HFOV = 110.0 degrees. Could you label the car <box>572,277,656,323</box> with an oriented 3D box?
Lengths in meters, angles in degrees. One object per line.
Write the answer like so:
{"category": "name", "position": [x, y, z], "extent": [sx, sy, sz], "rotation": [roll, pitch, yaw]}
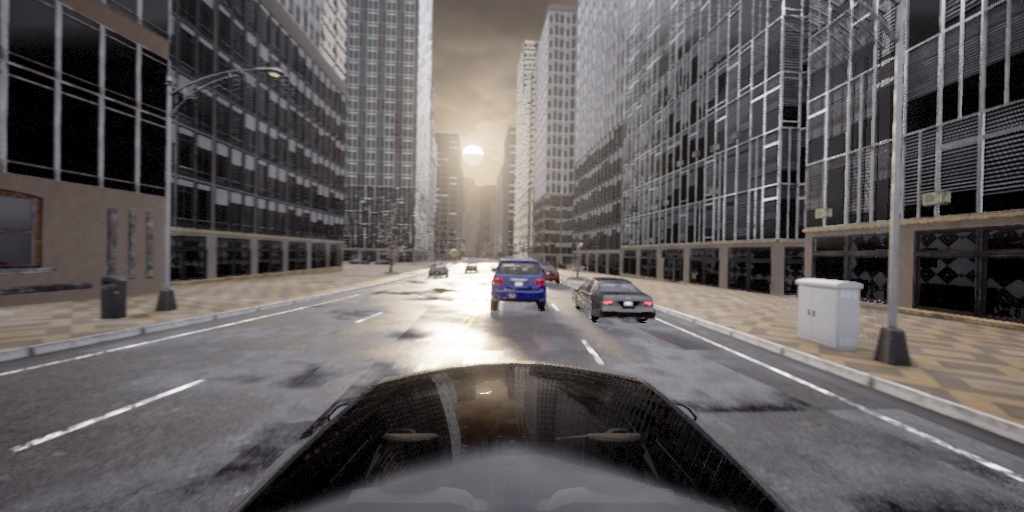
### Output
{"category": "car", "position": [3.482, 1.487, 13.160], "extent": [2.033, 1.411, 5.357], "rotation": [1, -1, 1]}

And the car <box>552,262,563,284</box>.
{"category": "car", "position": [2.801, 1.459, 31.827], "extent": [2.097, 1.767, 4.553], "rotation": [1, -1, -4]}

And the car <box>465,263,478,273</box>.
{"category": "car", "position": [-5.885, 1.746, 52.142], "extent": [1.895, 1.301, 4.718], "rotation": [1, -1, -6]}

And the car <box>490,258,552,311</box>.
{"category": "car", "position": [0.245, 1.124, 15.688], "extent": [2.150, 2.045, 5.566], "rotation": [1, 0, 0]}

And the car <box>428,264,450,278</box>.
{"category": "car", "position": [-7.669, 1.542, 37.899], "extent": [1.994, 1.385, 4.181], "rotation": [1, -1, -6]}
